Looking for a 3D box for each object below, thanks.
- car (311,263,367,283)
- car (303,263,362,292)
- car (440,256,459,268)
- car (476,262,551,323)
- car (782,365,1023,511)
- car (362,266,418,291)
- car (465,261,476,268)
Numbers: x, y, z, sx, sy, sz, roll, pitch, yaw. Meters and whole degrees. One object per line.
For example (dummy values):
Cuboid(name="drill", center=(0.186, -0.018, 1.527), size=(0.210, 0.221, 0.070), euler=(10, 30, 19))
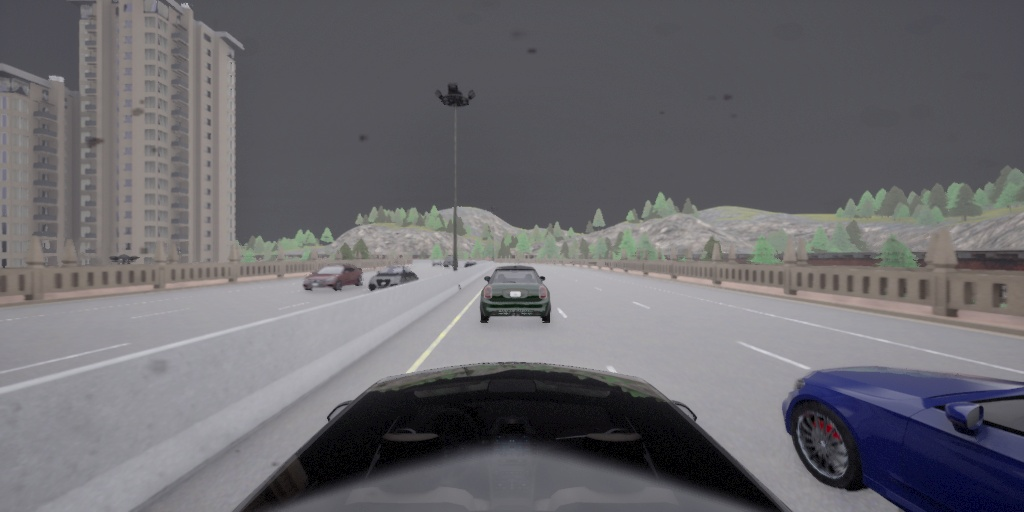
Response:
Cuboid(name="car", center=(-14.095, 1.315, 29.578), size=(2.033, 1.411, 5.357), euler=(0, 0, 0))
Cuboid(name="car", center=(-10.597, 1.283, 21.639), size=(1.812, 1.442, 4.674), euler=(0, 0, 0))
Cuboid(name="car", center=(-10.555, 1.084, 62.714), size=(2.150, 2.045, 5.566), euler=(0, 0, -1))
Cuboid(name="car", center=(0.101, 1.104, 12.312), size=(2.097, 1.767, 4.553), euler=(0, 0, 0))
Cuboid(name="car", center=(3.600, 1.276, 1.599), size=(1.812, 1.442, 4.674), euler=(0, 0, 0))
Cuboid(name="car", center=(-7.097, 1.321, 21.780), size=(1.994, 1.385, 4.181), euler=(0, 0, 0))
Cuboid(name="car", center=(-7.064, 1.461, 62.167), size=(1.895, 1.301, 4.718), euler=(0, 0, 0))
